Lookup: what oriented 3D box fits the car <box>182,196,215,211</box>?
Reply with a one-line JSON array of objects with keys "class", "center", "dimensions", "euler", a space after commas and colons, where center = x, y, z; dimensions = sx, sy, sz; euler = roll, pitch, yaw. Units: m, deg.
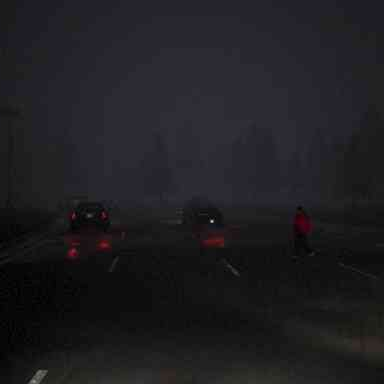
[{"class": "car", "center": [0.721, 1.352, 41.639], "dimensions": [2.097, 1.767, 4.553], "euler": [0, 0, -29]}]

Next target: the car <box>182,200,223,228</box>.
[{"class": "car", "center": [0.607, 1.504, 22.246], "dimensions": [1.837, 1.490, 4.892], "euler": [0, 0, -14]}]

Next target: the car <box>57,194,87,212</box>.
[{"class": "car", "center": [-13.237, 1.222, 37.374], "dimensions": [2.150, 2.045, 5.566], "euler": [0, 0, -36]}]

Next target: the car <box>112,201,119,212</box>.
[{"class": "car", "center": [-10.030, 1.563, 38.530], "dimensions": [1.994, 1.385, 4.181], "euler": [0, 0, -33]}]

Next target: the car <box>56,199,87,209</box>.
[{"class": "car", "center": [-16.790, 1.601, 46.140], "dimensions": [4.718, 1.301, 1.895], "euler": [0, 0, 39]}]

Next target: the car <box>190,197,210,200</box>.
[{"class": "car", "center": [0.662, 1.526, 33.815], "dimensions": [1.812, 1.442, 4.674], "euler": [0, 0, -20]}]

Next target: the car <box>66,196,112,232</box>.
[{"class": "car", "center": [-6.129, 1.352, 20.298], "dimensions": [2.097, 1.767, 4.553], "euler": [0, 0, -13]}]

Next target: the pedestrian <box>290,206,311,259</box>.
[{"class": "pedestrian", "center": [3.660, 1.294, 11.202], "dimensions": [0.375, 1.860, 0.375], "euler": [0, 0, -7]}]
